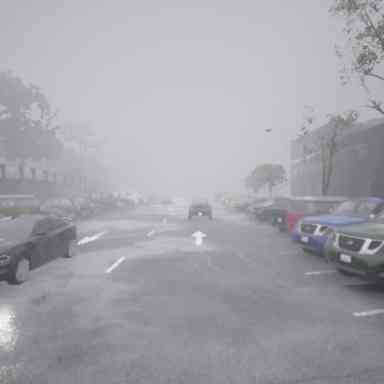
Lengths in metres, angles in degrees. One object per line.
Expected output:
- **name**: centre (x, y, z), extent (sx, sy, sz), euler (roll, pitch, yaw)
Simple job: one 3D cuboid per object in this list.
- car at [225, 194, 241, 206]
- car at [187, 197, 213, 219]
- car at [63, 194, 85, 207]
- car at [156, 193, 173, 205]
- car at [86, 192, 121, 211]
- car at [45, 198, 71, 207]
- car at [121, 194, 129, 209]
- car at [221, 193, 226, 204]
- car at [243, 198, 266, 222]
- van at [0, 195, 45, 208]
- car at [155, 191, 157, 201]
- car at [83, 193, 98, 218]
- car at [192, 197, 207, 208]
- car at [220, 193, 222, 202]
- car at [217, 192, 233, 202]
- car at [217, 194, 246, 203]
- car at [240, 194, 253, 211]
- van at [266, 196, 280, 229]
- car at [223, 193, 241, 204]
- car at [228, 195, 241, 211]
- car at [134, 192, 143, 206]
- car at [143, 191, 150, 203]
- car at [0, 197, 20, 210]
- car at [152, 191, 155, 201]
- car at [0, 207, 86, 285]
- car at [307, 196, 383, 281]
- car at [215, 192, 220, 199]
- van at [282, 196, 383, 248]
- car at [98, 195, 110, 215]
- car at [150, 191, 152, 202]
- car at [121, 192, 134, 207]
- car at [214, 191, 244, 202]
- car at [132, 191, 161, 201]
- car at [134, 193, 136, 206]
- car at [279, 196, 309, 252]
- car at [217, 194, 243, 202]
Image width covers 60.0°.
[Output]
- **car**: centre (6.978, 1.308, 38.181), extent (5.366, 1.575, 1.946), euler (1, 0, -19)
- **car**: centre (0.676, 1.371, 27.475), extent (1.837, 1.490, 4.892), euler (0, 1, 1)
- **car**: centre (-10.408, 1.219, 24.178), extent (4.553, 1.767, 2.185), euler (-1, 1, -19)
- **car**: centre (-3.983, 1.234, 51.522), extent (1.837, 1.490, 4.892), euler (0, 0, 2)
- **car**: centre (-10.278, 1.047, 33.232), extent (5.566, 2.045, 2.435), euler (-1, 1, -19)
- **car**: centre (-10.517, 1.361, 21.160), extent (4.892, 1.521, 2.231), euler (-1, 0, -19)
- **car**: centre (-10.008, 1.277, 36.328), extent (5.366, 1.575, 1.946), euler (-1, 0, -19)
- **car**: centre (7.106, 1.277, 44.097), extent (5.366, 1.575, 1.946), euler (1, 0, -19)
- **car**: centre (6.486, 1.386, 23.316), extent (4.892, 1.521, 2.231), euler (1, 0, -19)
- **van**: centre (-10.687, 1.151, 18.095), extent (4.442, 1.987, 1.878), euler (-1, 1, -19)
- **car**: centre (-9.567, 1.016, 63.466), extent (4.553, 1.767, 2.185), euler (-1, 1, -19)
- **car**: centre (-10.351, 1.203, 27.207), extent (4.553, 1.767, 2.185), euler (-1, 1, -19)
- **car**: centre (1.046, 1.376, 44.668), extent (1.895, 1.301, 4.718), euler (0, 0, 1)
- **car**: centre (6.996, 1.262, 46.996), extent (5.008, 1.535, 2.097), euler (1, 1, -19)
- **car**: centre (7.129, 1.233, 52.910), extent (4.892, 1.521, 2.231), euler (1, 1, -19)
- **car**: centre (7.325, 1.187, 61.779), extent (4.892, 1.521, 2.231), euler (1, 1, -19)
- **car**: centre (6.582, 1.244, 26.289), extent (4.553, 1.767, 2.185), euler (1, 1, -19)
- **van**: centre (6.472, 1.190, 17.447), extent (4.442, 1.987, 1.878), euler (1, 0, -19)
- **car**: centre (6.870, 1.293, 41.068), extent (5.008, 1.535, 2.097), euler (1, 0, -19)
- **car**: centre (6.718, 1.353, 35.140), extent (4.792, 1.488, 2.163), euler (1, 1, -19)
- **car**: centre (-10.020, 0.985, 45.320), extent (5.566, 2.045, 2.435), euler (-1, 1, -19)
- **car**: centre (-9.834, 0.953, 51.384), extent (5.566, 2.045, 2.435), euler (-1, 0, -19)
- **car**: centre (-10.676, 1.265, 15.111), extent (4.553, 1.767, 2.185), euler (-1, 0, -19)
- **car**: centre (-9.694, 1.032, 60.430), extent (4.553, 1.767, 2.185), euler (-1, 0, -19)
- **car**: centre (-4.908, 1.420, 9.537), extent (1.882, 1.535, 5.008), euler (0, 0, 1)
- **car**: centre (6.146, 1.206, 8.516), extent (5.566, 2.045, 2.435), euler (1, 1, -19)
- **car**: centre (7.019, 1.211, 55.796), extent (5.366, 1.575, 1.946), euler (1, 1, -19)
- **van**: centre (6.408, 1.204, 14.488), extent (4.442, 1.987, 1.878), euler (1, 0, -19)
- **car**: centre (-10.283, 1.343, 30.231), extent (4.792, 1.488, 2.163), euler (-1, 0, -19)
- **car**: centre (-9.753, 1.048, 57.403), extent (4.553, 1.767, 2.185), euler (-1, 0, -19)
- **car**: centre (-10.088, 1.015, 39.292), extent (5.566, 2.045, 2.435), euler (-1, 0, -19)
- **car**: centre (7.474, 0.904, 67.709), extent (5.566, 2.045, 2.435), euler (1, 0, -19)
- **car**: centre (-9.490, 0.859, 69.483), extent (5.566, 2.045, 2.435), euler (-1, 1, -19)
- **car**: centre (-10.039, 1.252, 42.300), extent (4.892, 1.521, 2.231), euler (-1, 1, -19)
- **car**: centre (6.211, 1.191, 11.474), extent (5.566, 2.045, 2.435), euler (1, 1, -19)
- **car**: centre (7.383, 1.210, 64.736), extent (4.674, 1.452, 2.002), euler (1, 0, -19)
